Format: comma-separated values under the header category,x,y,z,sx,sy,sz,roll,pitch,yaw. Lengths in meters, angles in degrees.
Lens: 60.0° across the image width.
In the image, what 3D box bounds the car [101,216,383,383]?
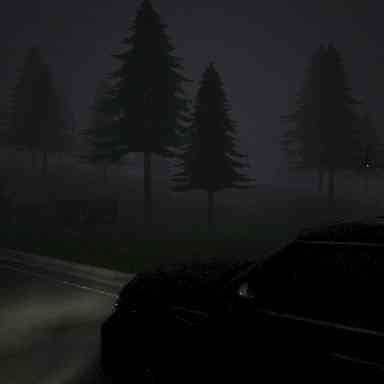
category,x,y,z,sx,sy,sz,roll,pitch,yaw
car,1.682,1.223,2.793,5.566,2.045,2.150,0,0,35
